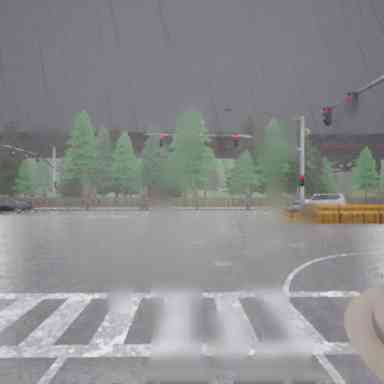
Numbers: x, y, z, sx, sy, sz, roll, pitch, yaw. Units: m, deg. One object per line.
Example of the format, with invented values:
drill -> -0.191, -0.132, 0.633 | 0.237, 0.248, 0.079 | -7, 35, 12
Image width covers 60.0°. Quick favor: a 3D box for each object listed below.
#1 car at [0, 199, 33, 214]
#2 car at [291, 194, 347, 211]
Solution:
car -> -19.095, 1.469, 34.447 | 4.902, 1.511, 2.128 | 0, 0, -2
car -> 13.533, 1.196, 35.445 | 5.566, 2.045, 2.150 | 0, 0, -2
